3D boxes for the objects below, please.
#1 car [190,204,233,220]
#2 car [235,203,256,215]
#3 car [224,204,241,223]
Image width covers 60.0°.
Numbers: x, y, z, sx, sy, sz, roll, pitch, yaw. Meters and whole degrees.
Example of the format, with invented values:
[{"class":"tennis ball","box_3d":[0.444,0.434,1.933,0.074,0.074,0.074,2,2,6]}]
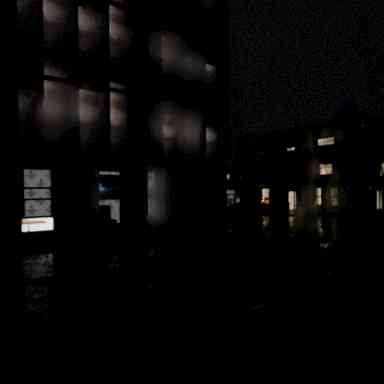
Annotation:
[{"class":"car","box_3d":[1.853,1.953,33.125,1.994,1.385,4.181,-1,0,-37]},{"class":"car","box_3d":[5.397,1.910,38.250,2.008,1.369,4.403,-2,0,-37]},{"class":"car","box_3d":[1.783,1.928,28.653,1.947,1.339,4.313,-2,0,-37]}]
